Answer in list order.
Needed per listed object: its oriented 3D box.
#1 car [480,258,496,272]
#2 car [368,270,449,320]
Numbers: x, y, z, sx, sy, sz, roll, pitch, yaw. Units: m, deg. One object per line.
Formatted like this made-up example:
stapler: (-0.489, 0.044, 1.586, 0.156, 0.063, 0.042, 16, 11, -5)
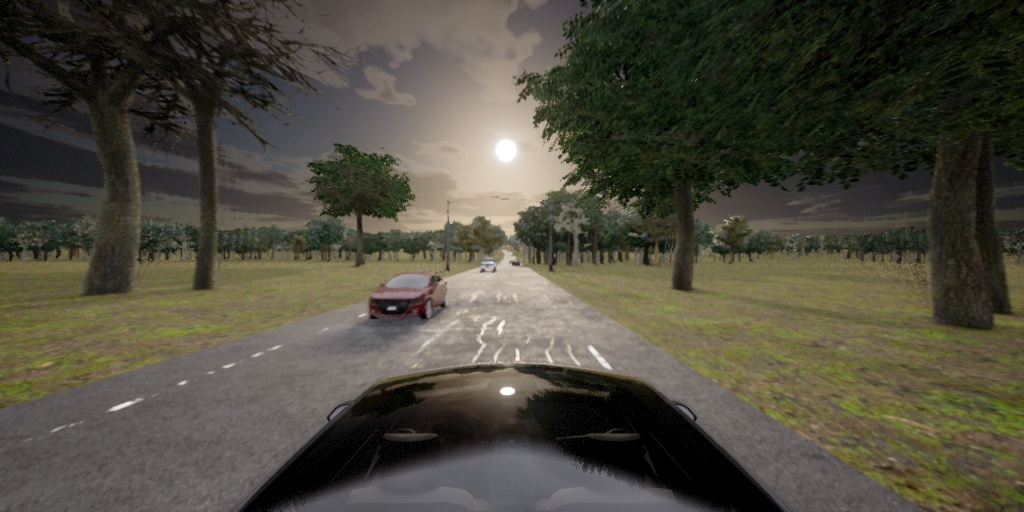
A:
car: (-3.554, 1.259, 54.342, 2.150, 2.045, 5.566, 0, 0, 1)
car: (-3.600, 1.312, 13.239, 1.882, 1.535, 5.008, 0, 0, 0)
